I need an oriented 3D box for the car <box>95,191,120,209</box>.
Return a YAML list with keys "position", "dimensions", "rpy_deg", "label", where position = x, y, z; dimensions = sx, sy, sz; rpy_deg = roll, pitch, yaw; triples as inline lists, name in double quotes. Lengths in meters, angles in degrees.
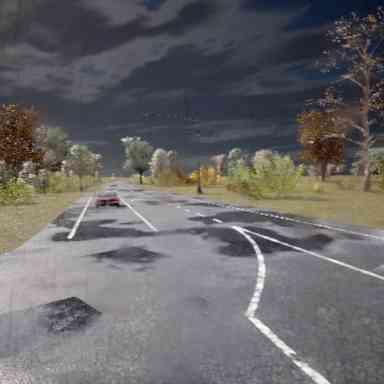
- position: [-7.043, 0.627, 27.554]
  dimensions: [1.895, 1.301, 4.718]
  rpy_deg: [-2, 3, -15]
  label: "car"
